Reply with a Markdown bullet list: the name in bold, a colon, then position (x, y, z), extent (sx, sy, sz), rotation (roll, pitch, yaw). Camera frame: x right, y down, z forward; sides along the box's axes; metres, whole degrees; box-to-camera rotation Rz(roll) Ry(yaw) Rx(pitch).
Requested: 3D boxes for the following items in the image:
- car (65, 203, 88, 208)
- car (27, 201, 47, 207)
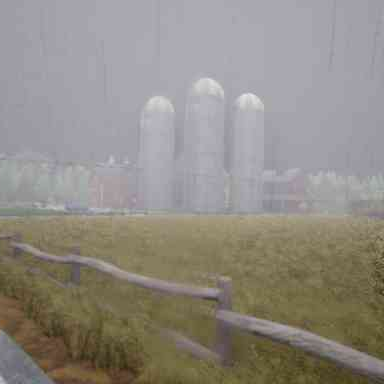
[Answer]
- **car**: position (-23.280, 3.082, 67.113), extent (4.611, 1.667, 2.242), rotation (3, -2, -41)
- **car**: position (-39.249, 3.118, 85.306), extent (3.866, 1.878, 1.905), rotation (3, -2, -41)
